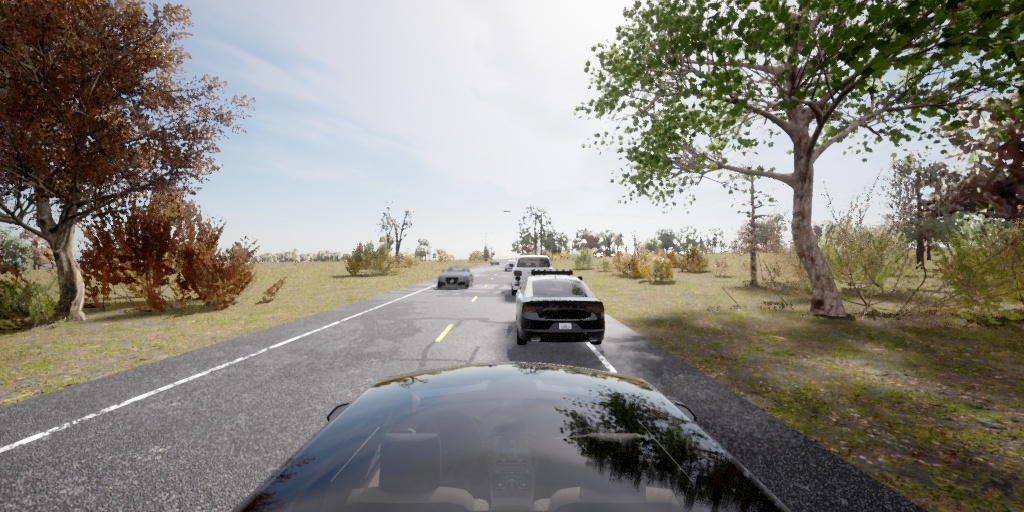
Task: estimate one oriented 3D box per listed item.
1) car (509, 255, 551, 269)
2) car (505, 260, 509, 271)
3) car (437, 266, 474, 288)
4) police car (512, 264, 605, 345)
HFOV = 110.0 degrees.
[{"bbox_3d":[1.051,0.978,19.569,2.150,2.045,5.566,0,0,0],"label":"car"},{"bbox_3d":[0.040,1.283,48.268,1.812,1.442,4.674,0,0,1],"label":"car"},{"bbox_3d":[-3.600,1.318,23.452,1.994,1.385,4.181,0,0,0],"label":"car"},{"bbox_3d":[1.051,1.177,9.648,1.930,1.638,5.238,0,0,0],"label":"police car"}]
